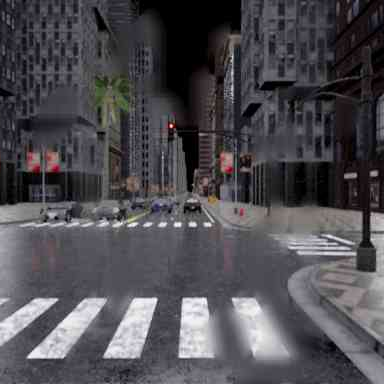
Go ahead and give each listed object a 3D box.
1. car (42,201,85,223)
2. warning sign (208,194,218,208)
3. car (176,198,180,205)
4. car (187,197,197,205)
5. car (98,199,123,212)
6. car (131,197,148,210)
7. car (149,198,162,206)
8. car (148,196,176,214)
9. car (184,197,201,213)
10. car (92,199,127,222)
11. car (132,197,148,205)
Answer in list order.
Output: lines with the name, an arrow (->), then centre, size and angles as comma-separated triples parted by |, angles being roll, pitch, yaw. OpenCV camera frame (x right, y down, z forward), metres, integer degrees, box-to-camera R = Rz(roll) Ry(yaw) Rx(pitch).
car -> -9.877, 1.493, 25.864 | 2.128, 1.511, 4.902 | 0, 0, 0
warning sign -> 2.815, 1.178, 44.347 | 1.300, 1.860, 1.060 | 1, 0, 0
car -> -3.296, 1.749, 61.849 | 1.994, 1.385, 4.181 | 0, 0, 0
car -> 0.007, 1.731, 64.279 | 1.812, 1.442, 4.674 | 0, 0, 0
car -> -9.888, 1.610, 40.739 | 1.994, 1.385, 4.181 | 0, 0, 0
car -> -6.641, 1.607, 43.411 | 2.033, 1.411, 5.357 | 0, 0, 0
car -> -6.604, 1.740, 60.651 | 1.994, 1.385, 4.181 | 0, -1, 0
car -> -3.187, 1.381, 36.405 | 2.097, 1.767, 4.553 | 0, 0, 0
car -> 0.060, 1.514, 38.217 | 1.882, 1.535, 5.008 | 0, 0, 0
car -> -6.516, 1.356, 26.607 | 2.097, 1.767, 4.553 | 0, 0, -3
car -> -9.835, 1.744, 63.195 | 2.033, 1.411, 5.357 | 0, -1, 0
